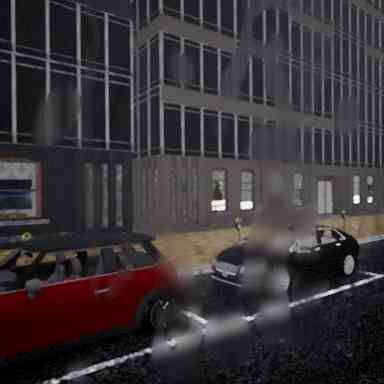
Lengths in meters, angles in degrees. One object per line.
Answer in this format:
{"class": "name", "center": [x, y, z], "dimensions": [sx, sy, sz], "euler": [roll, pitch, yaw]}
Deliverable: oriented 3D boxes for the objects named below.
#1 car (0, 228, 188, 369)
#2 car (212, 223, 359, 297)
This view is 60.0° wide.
{"class": "car", "center": [-2.159, 1.431, 5.021], "dimensions": [4.097, 1.590, 1.967], "euler": [-1, 0, -36]}
{"class": "car", "center": [2.475, 1.491, 8.327], "dimensions": [4.403, 1.369, 2.008], "euler": [-1, 0, -36]}
